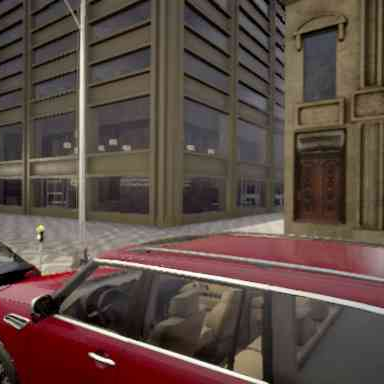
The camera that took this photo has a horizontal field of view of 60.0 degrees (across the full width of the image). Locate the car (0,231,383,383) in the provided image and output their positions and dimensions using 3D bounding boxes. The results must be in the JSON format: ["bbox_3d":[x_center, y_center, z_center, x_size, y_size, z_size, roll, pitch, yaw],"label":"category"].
[{"bbox_3d":[0.030,1.304,2.937,5.009,1.841,2.192,0,1,35],"label":"car"}]
